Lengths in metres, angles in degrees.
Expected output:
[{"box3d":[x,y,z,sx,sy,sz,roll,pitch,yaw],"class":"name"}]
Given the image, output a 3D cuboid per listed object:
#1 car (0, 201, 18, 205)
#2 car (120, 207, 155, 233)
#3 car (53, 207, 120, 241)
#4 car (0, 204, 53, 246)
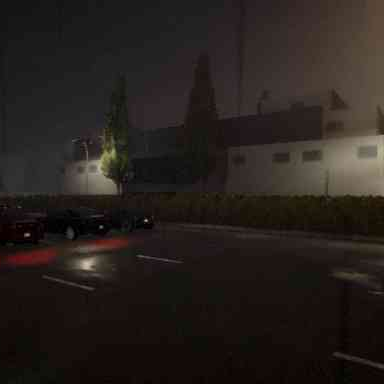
[{"box3d":[-16.415,1.493,28.476,4.902,1.511,2.128,0,0,36],"class":"car"},{"box3d":[-4.204,1.570,19.765,4.181,1.385,1.994,0,0,36],"class":"car"},{"box3d":[-6.236,1.482,16.916,5.008,1.535,1.882,0,0,36],"class":"car"},{"box3d":[-8.269,1.482,14.066,5.008,1.535,1.882,0,0,36],"class":"car"}]
